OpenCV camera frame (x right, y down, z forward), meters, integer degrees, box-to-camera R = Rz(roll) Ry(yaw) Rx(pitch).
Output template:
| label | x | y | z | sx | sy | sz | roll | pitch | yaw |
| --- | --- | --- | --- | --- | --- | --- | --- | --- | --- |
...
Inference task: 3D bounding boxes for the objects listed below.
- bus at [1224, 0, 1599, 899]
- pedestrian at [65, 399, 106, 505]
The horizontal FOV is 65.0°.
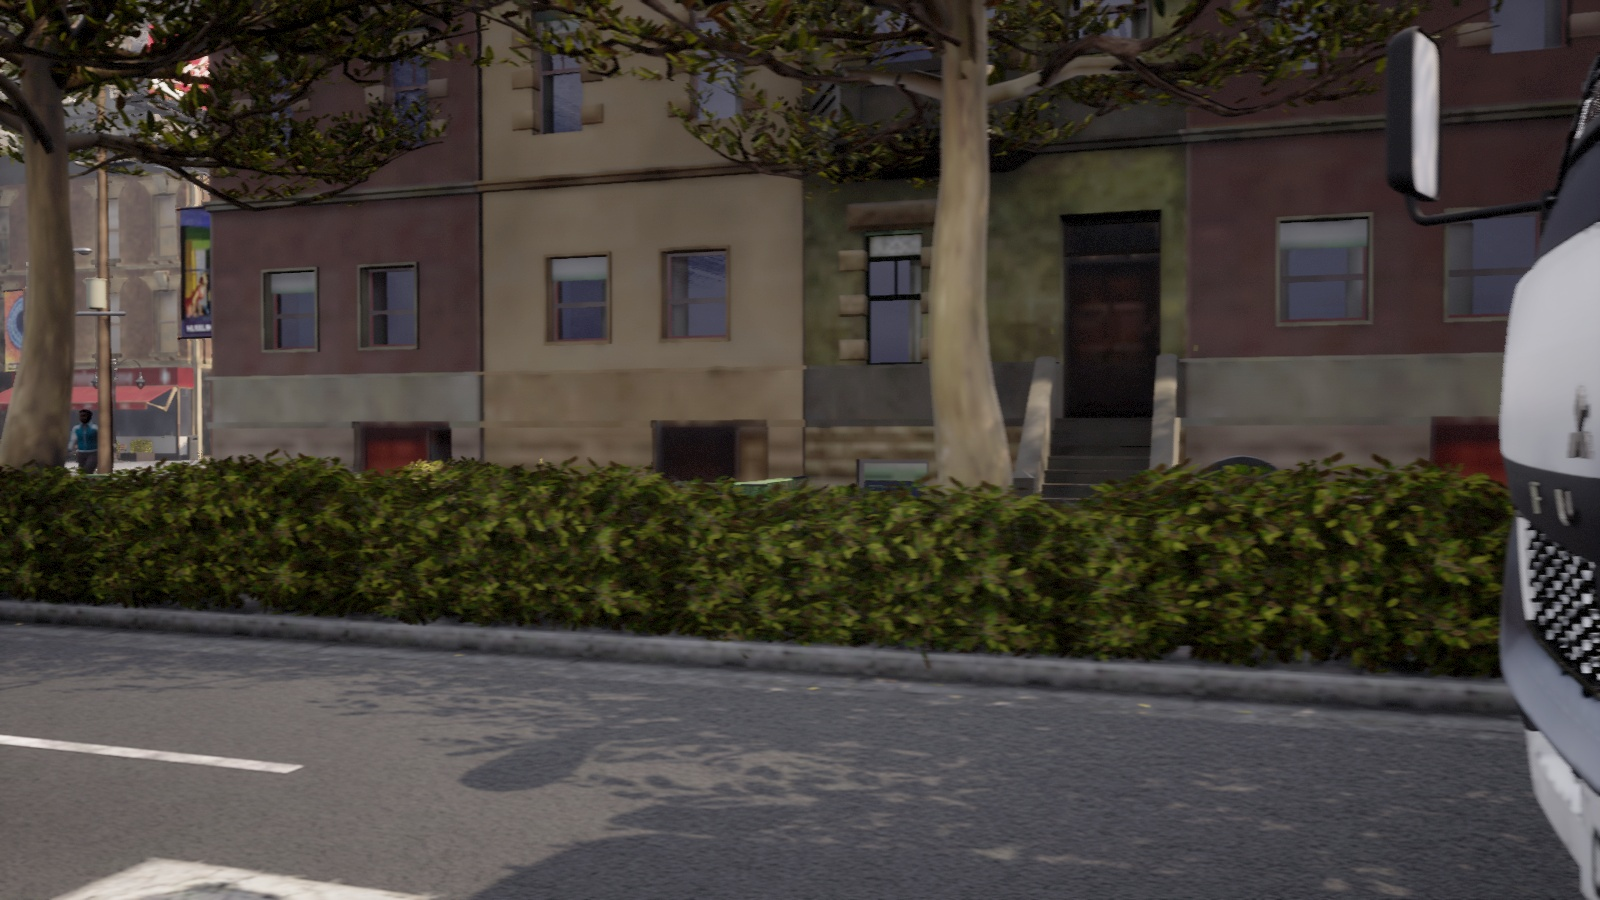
| label | x | y | z | sx | sy | sz | roll | pitch | yaw |
| --- | --- | --- | --- | --- | --- | --- | --- | --- | --- |
| bus | 5.851 | -0.533 | 1.190 | 10.273 | 4.253 | 3.944 | 1 | 1 | 18 |
| pedestrian | -13.234 | 0.025 | 23.277 | 0.396 | 1.930 | 0.692 | 0 | 1 | -4 |
